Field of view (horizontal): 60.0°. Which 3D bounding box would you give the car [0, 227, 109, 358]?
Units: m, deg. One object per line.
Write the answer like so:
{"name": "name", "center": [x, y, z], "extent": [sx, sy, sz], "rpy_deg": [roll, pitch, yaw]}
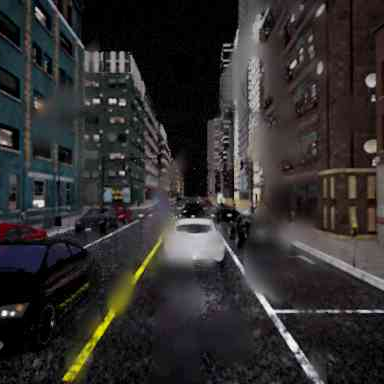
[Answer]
{"name": "car", "center": [-3.102, 1.597, 6.099], "extent": [1.994, 1.385, 4.181], "rpy_deg": [0, 0, 0]}

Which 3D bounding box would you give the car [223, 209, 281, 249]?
{"name": "car", "center": [2.693, 1.646, 14.911], "extent": [1.947, 1.339, 4.313], "rpy_deg": [0, 0, 0]}

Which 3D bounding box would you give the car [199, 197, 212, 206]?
{"name": "car", "center": [2.682, 1.909, 58.363], "extent": [1.802, 1.307, 4.206], "rpy_deg": [0, 0, 0]}

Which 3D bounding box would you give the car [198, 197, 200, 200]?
{"name": "car", "center": [2.680, 1.834, 69.419], "extent": [1.967, 1.590, 4.097], "rpy_deg": [0, 0, 0]}

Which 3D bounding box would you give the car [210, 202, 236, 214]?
{"name": "car", "center": [2.690, 1.706, 25.958], "extent": [1.947, 1.339, 4.313], "rpy_deg": [0, 0, 0]}

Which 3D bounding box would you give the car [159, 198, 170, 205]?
{"name": "car", "center": [-5.702, 1.938, 69.418], "extent": [1.887, 1.381, 4.507], "rpy_deg": [0, 0, 0]}

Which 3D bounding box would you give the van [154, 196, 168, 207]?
{"name": "van", "center": [-5.698, 1.668, 58.363], "extent": [1.690, 1.788, 3.998], "rpy_deg": [0, 0, 0]}

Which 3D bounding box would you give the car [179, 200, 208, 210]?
{"name": "car", "center": [0.083, 1.645, 26.680], "extent": [1.837, 1.490, 4.892], "rpy_deg": [0, -1, 0]}

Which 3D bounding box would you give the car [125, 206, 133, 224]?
{"name": "car", "center": [-5.691, 1.722, 25.968], "extent": [1.802, 1.307, 4.206], "rpy_deg": [0, 0, 0]}

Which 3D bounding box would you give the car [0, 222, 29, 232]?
{"name": "car", "center": [-5.686, 1.595, 9.398], "extent": [1.887, 1.381, 4.507], "rpy_deg": [0, 0, 0]}

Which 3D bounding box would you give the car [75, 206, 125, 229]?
{"name": "car", "center": [-5.689, 1.675, 20.445], "extent": [1.947, 1.339, 4.313], "rpy_deg": [0, 0, 0]}

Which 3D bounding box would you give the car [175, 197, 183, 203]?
{"name": "car", "center": [-3.020, 1.958, 79.868], "extent": [1.837, 1.490, 4.892], "rpy_deg": [0, 0, 0]}

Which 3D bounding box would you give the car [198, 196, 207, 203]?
{"name": "car", "center": [2.675, 1.936, 86.002], "extent": [1.967, 1.590, 4.097], "rpy_deg": [0, 0, 0]}

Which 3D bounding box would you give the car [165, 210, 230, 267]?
{"name": "car", "center": [0.090, 1.587, 11.527], "extent": [1.812, 1.442, 4.674], "rpy_deg": [0, 0, 0]}
